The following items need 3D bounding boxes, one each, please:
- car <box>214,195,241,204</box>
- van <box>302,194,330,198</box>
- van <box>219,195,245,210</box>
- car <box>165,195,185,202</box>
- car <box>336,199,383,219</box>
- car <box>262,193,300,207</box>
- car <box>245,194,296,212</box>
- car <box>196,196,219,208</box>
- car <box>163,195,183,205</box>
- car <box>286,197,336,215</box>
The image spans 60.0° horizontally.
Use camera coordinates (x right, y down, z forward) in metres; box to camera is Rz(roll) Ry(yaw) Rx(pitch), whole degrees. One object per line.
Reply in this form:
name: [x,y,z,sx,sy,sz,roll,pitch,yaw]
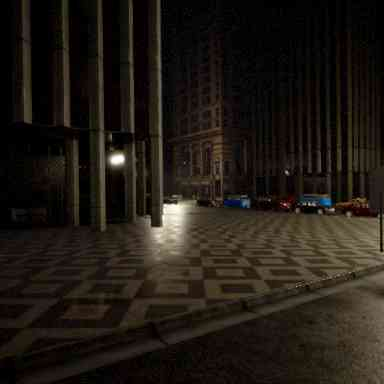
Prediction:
car: [6.030,1.296,56.423,1.752,1.417,4.829,-1,1,-36]
van: [15.811,1.178,42.832,1.690,1.788,3.998,-1,1,-36]
van: [5.653,1.294,42.342,1.690,1.788,3.998,-1,1,-36]
car: [-3.555,1.257,69.737,2.008,1.369,4.403,-1,1,-36]
car: [15.344,1.567,28.895,1.887,1.381,4.507,-1,1,-36]
car: [12.583,1.130,47.316,2.192,1.841,5.009,-1,1,-36]
car: [8.883,1.290,37.858,2.192,1.841,5.009,-1,1,-36]
car: [2.424,1.371,46.825,1.967,1.590,4.097,-1,1,-36]
car: [-4.035,1.438,55.793,2.008,1.369,4.403,-1,1,-36]
car: [12.114,1.549,33.378,2.008,1.369,4.403,-1,1,-36]
